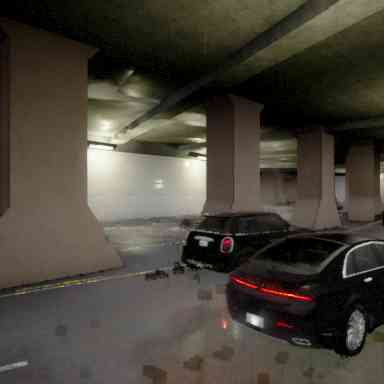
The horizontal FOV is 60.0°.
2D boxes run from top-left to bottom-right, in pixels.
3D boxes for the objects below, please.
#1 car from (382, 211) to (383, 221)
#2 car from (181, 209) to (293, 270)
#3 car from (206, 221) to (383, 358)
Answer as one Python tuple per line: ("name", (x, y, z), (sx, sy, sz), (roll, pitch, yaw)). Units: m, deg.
("car", (14.616, 1.491, 23.258), (2.128, 1.511, 4.902), (0, 0, 37))
("car", (1.929, 1.352, 9.981), (4.553, 1.767, 2.097), (0, 0, -40))
("car", (2.731, 1.505, 6.094), (4.892, 1.490, 1.837), (0, 0, -39))
